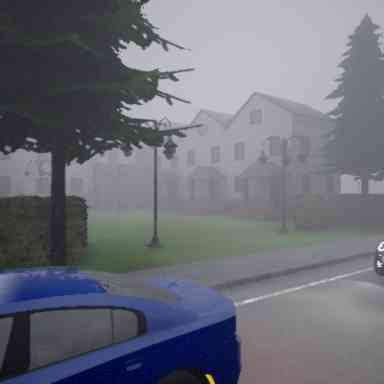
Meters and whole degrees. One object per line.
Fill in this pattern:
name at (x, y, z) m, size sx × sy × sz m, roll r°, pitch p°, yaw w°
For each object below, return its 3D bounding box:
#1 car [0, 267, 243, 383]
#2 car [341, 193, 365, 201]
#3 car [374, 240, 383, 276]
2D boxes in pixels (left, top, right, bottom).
car at (-1.824, 1.478, 2.678) m, size 5.008 × 1.535 × 1.882 m, roll 0°, pitch 0°, yaw -35°
car at (38.282, 1.132, 79.157) m, size 1.932 × 1.855 × 4.605 m, roll 0°, pitch 0°, yaw -36°
car at (6.840, 1.357, 8.850) m, size 4.553 × 1.767 × 2.097 m, roll 0°, pitch 0°, yaw -35°
